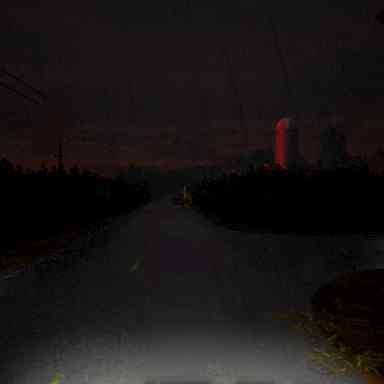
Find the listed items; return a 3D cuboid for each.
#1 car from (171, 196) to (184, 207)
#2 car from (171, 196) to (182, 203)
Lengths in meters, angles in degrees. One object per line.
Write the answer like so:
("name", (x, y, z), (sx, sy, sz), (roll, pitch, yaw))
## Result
("car", (-2.280, 1.564, 52.706), (2.033, 1.411, 5.357), (0, 0, -3))
("car", (-3.304, 1.514, 68.595), (2.128, 1.511, 4.902), (0, 0, -4))
